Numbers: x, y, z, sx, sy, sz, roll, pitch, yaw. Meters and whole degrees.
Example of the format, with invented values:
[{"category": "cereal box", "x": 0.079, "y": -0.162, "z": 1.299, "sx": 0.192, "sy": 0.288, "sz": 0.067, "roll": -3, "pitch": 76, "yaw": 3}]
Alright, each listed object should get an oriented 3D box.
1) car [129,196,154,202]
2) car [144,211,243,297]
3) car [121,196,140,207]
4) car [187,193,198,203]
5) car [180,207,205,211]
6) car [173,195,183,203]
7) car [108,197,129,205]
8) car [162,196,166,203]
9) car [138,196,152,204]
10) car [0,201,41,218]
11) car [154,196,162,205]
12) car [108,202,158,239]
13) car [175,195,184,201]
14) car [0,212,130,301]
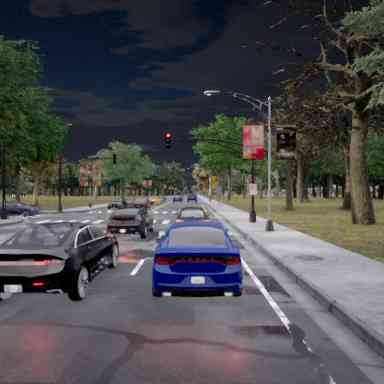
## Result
[{"category": "car", "x": -6.557, "y": 1.489, "z": 43.530, "sx": 1.882, "sy": 1.535, "sz": 5.008, "roll": 0, "pitch": 0, "yaw": 0}, {"category": "car", "x": 0.110, "y": 1.478, "z": 8.615, "sx": 1.882, "sy": 1.535, "sz": 5.008, "roll": 0, "pitch": 0, "yaw": 0}, {"category": "car", "x": -9.792, "y": 1.509, "z": 53.338, "sx": 2.128, "sy": 1.511, "sz": 4.902, "roll": 0, "pitch": 0, "yaw": 0}, {"category": "car", "x": 0.068, "y": 1.266, "z": 73.553, "sx": 2.150, "sy": 2.045, "sz": 5.566, "roll": 0, "pitch": 0, "yaw": 0}, {"category": "car", "x": 0.035, "y": 1.527, "z": 17.814, "sx": 1.812, "sy": 1.442, "sz": 4.674, "roll": 0, "pitch": 0, "yaw": 1}, {"category": "car", "x": -3.182, "y": 1.519, "z": 73.526, "sx": 1.882, "sy": 1.535, "sz": 5.008, "roll": 0, "pitch": 0, "yaw": 0}, {"category": "car", "x": -9.806, "y": 1.576, "z": 44.242, "sx": 1.994, "sy": 1.385, "sz": 4.181, "roll": 0, "pitch": 0, "yaw": 1}, {"category": "car", "x": -6.435, "y": 1.563, "z": 70.131, "sx": 2.128, "sy": 1.511, "sz": 4.902, "roll": 0, "pitch": 0, "yaw": 0}, {"category": "car", "x": -9.687, "y": 1.583, "z": 68.634, "sx": 2.033, "sy": 1.411, "sz": 5.357, "roll": 0, "pitch": 0, "yaw": 0}, {"category": "car", "x": -15.974, "y": 1.516, "z": 29.701, "sx": 4.674, "sy": 1.442, "sz": 1.812, "roll": 0, "pitch": 0, "yaw": -3}, {"category": "car", "x": -6.538, "y": 1.498, "z": 55.496, "sx": 1.882, "sy": 1.535, "sz": 5.008, "roll": 0, "pitch": 0, "yaw": 0}, {"category": "car", "x": -3.136, "y": 1.506, "z": 17.472, "sx": 1.837, "sy": 1.490, "sz": 4.892, "roll": 0, "pitch": 0, "yaw": 0}, {"category": "car", "x": -3.172, "y": 1.474, "z": 83.941, "sx": 2.033, "sy": 1.411, "sz": 5.357, "roll": 0, "pitch": 0, "yaw": 0}, {"category": "car", "x": -3.147, "y": 1.492, "z": 8.299, "sx": 2.128, "sy": 1.511, "sz": 4.902, "roll": 0, "pitch": 0, "yaw": 0}]
